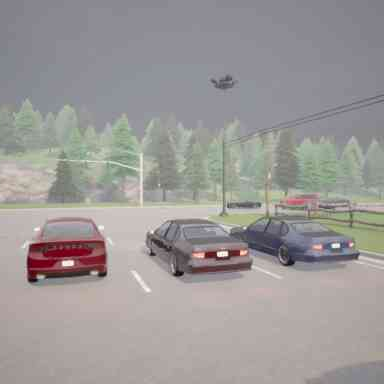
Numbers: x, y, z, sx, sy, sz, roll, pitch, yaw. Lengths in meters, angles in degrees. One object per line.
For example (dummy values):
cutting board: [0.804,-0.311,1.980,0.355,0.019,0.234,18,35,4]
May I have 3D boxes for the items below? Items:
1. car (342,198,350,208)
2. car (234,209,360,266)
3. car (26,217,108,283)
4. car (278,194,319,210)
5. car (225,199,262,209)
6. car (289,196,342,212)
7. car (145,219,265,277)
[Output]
car: [20.400,1.491,47.986,4.902,1.511,2.128,0,0,-19]
car: [3.172,1.547,11.644,2.033,1.411,5.357,0,0,-20]
car: [-3.648,1.478,9.932,1.882,1.535,5.008,0,0,-19]
car: [13.604,1.221,41.934,5.566,2.045,2.150,0,0,-19]
car: [6.537,1.601,43.121,4.718,1.301,1.895,0,0,-20]
car: [14.250,1.491,38.453,4.902,1.511,2.128,0,0,-19]
car: [-0.105,1.547,10.403,2.033,1.411,5.357,0,0,-20]
